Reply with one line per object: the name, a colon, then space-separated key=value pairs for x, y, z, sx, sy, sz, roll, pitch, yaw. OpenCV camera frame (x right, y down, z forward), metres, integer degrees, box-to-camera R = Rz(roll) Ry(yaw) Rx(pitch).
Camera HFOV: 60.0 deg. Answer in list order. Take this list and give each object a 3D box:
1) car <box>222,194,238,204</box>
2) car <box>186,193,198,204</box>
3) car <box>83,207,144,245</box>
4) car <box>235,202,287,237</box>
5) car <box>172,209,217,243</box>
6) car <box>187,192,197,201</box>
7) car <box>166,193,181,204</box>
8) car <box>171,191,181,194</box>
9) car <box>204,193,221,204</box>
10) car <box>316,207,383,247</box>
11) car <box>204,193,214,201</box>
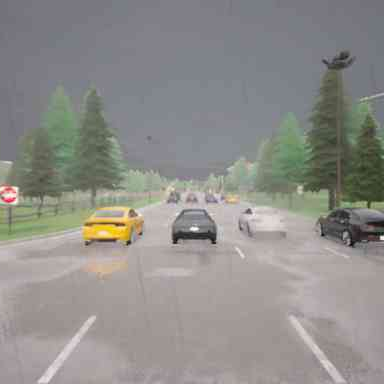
car: x=7.003 y=1.258 z=58.936 sx=1.882 sy=1.535 sz=5.008 roll=0 pitch=0 yaw=0
car: x=0.003 y=1.130 z=59.323 sx=2.097 sy=1.767 sz=4.553 roll=0 pitch=0 yaw=0
car: x=-3.398 y=1.420 z=15.158 sx=1.882 sy=1.535 sz=5.008 roll=0 pitch=0 yaw=0
car: x=3.588 y=1.461 z=17.394 sx=1.812 sy=1.442 sz=4.674 roll=0 pitch=0 yaw=0
car: x=0.101 y=1.504 z=15.885 sx=1.994 sy=1.385 sz=4.181 roll=0 pitch=0 yaw=0
car: x=0.003 y=0.929 z=69.326 sx=2.097 sy=1.767 sz=4.553 roll=0 pitch=0 yaw=0
car: x=-3.497 y=1.379 z=59.384 sx=1.895 sy=1.301 sz=4.718 roll=0 pitch=0 yaw=0
car: x=-3.497 y=0.798 z=69.385 sx=2.150 sy=2.045 sz=5.566 roll=0 pitch=0 yaw=0
car: x=3.503 y=1.343 z=59.354 sx=1.994 sy=1.385 sz=4.181 roll=0 pitch=0 yaw=0
car: x=7.101 y=1.450 z=14.729 sx=1.837 sy=1.490 sz=4.892 roll=0 pitch=0 yaw=0
car: x=3.503 y=1.074 z=69.356 sx=1.837 sy=1.490 sz=4.892 roll=0 pitch=0 yaw=0
